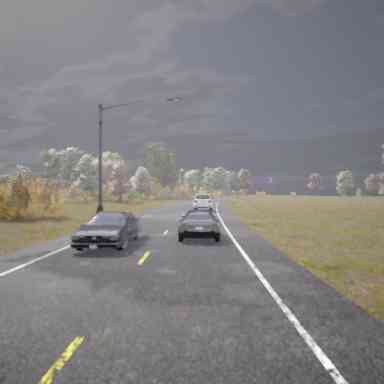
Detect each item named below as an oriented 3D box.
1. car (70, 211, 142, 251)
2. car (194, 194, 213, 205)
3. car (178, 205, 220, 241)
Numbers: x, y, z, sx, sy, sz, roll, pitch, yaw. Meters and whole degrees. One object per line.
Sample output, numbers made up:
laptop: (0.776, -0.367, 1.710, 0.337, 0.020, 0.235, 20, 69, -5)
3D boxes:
car: (-3.407, 1.548, 14.309, 2.033, 1.411, 5.357, 0, 0, 1)
car: (1.360, 1.227, 39.993, 2.150, 2.045, 5.566, 0, 0, 3)
car: (0.366, 1.567, 16.658, 1.994, 1.385, 4.181, 0, 0, 1)
